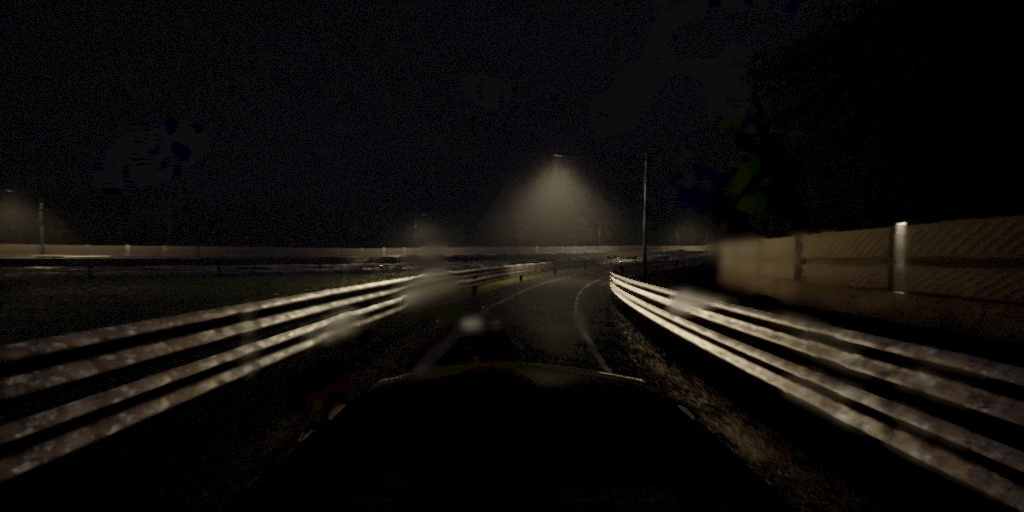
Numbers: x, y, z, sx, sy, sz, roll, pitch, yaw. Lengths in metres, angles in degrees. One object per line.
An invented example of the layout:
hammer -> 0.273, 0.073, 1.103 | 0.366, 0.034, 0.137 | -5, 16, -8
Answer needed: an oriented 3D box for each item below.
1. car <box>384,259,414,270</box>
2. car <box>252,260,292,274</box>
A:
car -> -17.759, 1.227, 56.172 | 4.553, 1.767, 2.097 | -1, 2, -30
car -> -32.001, 1.310, 47.995 | 4.553, 1.767, 2.097 | 0, 2, -30
